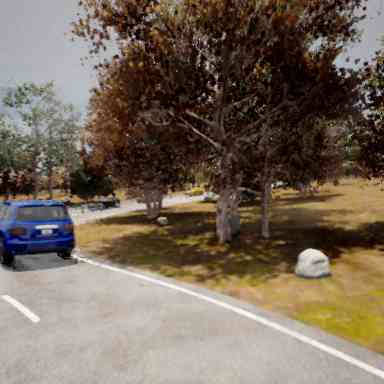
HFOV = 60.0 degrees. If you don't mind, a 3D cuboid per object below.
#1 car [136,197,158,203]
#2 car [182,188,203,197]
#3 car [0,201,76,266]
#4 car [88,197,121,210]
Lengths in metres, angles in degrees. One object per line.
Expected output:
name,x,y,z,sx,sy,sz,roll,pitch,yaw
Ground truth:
car,-6.480,0.884,50.577,1.812,1.442,4.674,0,4,31
car,0.115,-0.001,60.828,1.882,1.535,5.008,0,4,35
car,-6.212,1.352,12.459,2.150,2.045,5.566,1,-1,-39
car,-11.025,1.385,42.094,2.128,1.511,4.902,0,2,26
